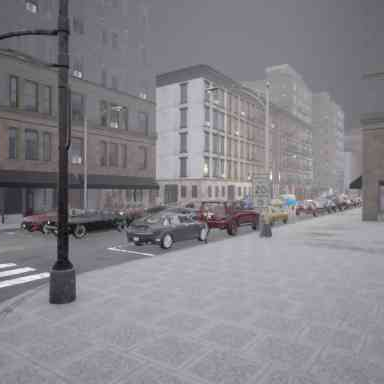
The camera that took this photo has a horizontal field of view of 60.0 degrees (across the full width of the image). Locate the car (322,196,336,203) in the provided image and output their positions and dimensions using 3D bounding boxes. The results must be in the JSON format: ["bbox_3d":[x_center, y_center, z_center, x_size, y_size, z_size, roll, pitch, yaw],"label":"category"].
[{"bbox_3d":[29.876,1.554,72.299,1.887,1.381,4.507,0,0,35],"label":"car"}]

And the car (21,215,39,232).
[{"bbox_3d":[-7.459,1.529,19.197,1.887,1.381,4.507,0,0,35],"label":"car"}]

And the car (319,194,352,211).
[{"bbox_3d":[17.774,1.351,41.131,2.192,1.841,5.009,0,0,35],"label":"car"}]

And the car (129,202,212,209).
[{"bbox_3d":[-1.108,1.518,18.684,1.837,1.490,4.892,0,0,35],"label":"car"}]

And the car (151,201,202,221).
[{"bbox_3d":[-1.236,1.539,28.048,2.008,1.369,4.403,0,0,35],"label":"car"}]

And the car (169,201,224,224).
[{"bbox_3d":[0.447,1.505,26.033,1.837,1.490,4.892,0,0,35],"label":"car"}]

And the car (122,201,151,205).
[{"bbox_3d":[-4.348,1.426,23.621,1.967,1.590,4.097,0,0,35],"label":"car"}]

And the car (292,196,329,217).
[{"bbox_3d":[11.551,1.472,32.281,1.967,1.590,4.097,0,0,35],"label":"car"}]

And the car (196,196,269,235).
[{"bbox_3d":[2.218,1.341,19.006,2.192,1.841,5.009,0,0,35],"label":"car"}]

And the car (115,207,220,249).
[{"bbox_3d":[-0.894,1.575,14.581,2.008,1.369,4.403,0,0,35],"label":"car"}]

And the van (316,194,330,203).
[{"bbox_3d":[26.765,1.349,67.873,1.690,1.788,3.998,0,0,35],"label":"van"}]

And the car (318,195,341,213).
[{"bbox_3d":[14.662,1.474,36.706,1.967,1.590,4.097,0,0,35],"label":"car"}]

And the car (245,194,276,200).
[{"bbox_3d":[6.421,1.226,34.502,2.150,2.045,5.566,0,0,35],"label":"car"}]

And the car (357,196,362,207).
[{"bbox_3d":[23.995,1.606,49.982,1.947,1.339,4.313,0,0,35],"label":"car"}]

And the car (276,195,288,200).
[{"bbox_3d":[11.110,1.521,45.608,1.752,1.417,4.829,0,0,35],"label":"car"}]

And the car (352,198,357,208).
[{"bbox_3d":[20.884,1.620,45.557,1.802,1.307,4.206,0,0,35],"label":"car"}]

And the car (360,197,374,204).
[{"bbox_3d":[33.329,1.614,63.258,1.947,1.339,4.313,0,0,35],"label":"car"}]

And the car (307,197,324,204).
[{"bbox_3d":[23.653,1.572,63.448,1.947,1.339,4.313,0,0,35],"label":"car"}]

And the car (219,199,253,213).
[{"bbox_3d":[4.986,1.537,36.897,1.887,1.381,4.507,0,0,35],"label":"car"}]

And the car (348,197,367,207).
[{"bbox_3d":[27.107,1.594,54.407,2.008,1.369,4.403,0,0,35],"label":"car"}]

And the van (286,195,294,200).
[{"bbox_3d":[14.320,1.340,50.172,1.690,1.788,3.998,0,0,35],"label":"van"}]

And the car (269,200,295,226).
[{"bbox_3d":[5.426,1.553,23.571,1.752,1.417,4.829,0,0,35],"label":"car"}]

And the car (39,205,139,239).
[{"bbox_3d":[-5.314,1.598,17.835,1.895,1.301,4.718,0,0,32],"label":"car"}]

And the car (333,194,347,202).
[{"bbox_3d":[36.100,1.327,81.149,2.192,1.841,5.009,0,0,35],"label":"car"}]

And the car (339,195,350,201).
[{"bbox_3d":[39.210,1.557,85.574,1.887,1.381,4.507,0,0,35],"label":"car"}]
